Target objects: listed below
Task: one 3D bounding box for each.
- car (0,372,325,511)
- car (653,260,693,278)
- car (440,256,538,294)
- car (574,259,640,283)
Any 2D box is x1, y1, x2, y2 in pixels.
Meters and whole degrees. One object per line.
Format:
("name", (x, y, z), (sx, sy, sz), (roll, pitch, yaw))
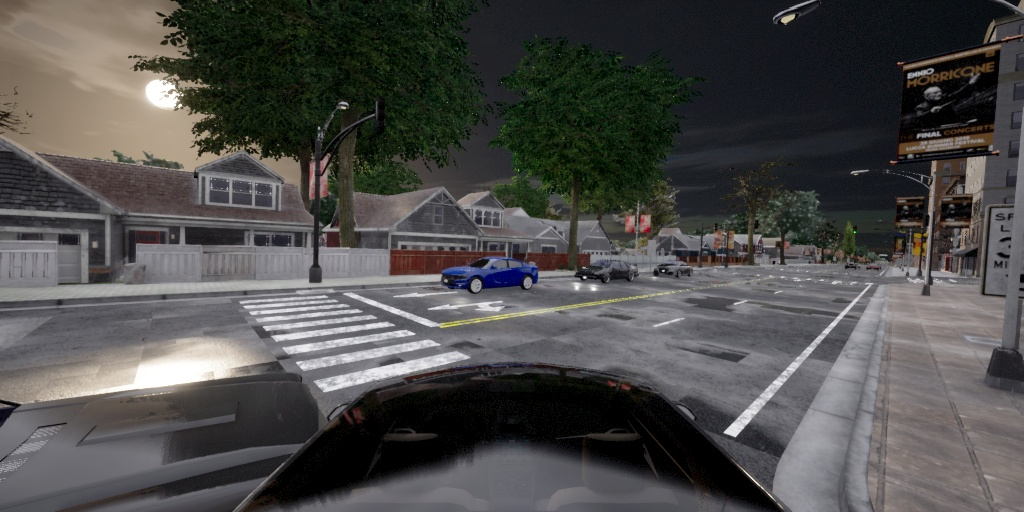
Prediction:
("car", (-3.317, 1.272, 1.448), (4.718, 1.301, 1.895), (1, 2, -33))
("car", (13.632, 1.033, 30.250), (4.181, 1.385, 1.994), (1, 2, -44))
("car", (-0.916, 0.780, 16.602), (5.008, 1.535, 1.882), (1, 2, -43))
("car", (6.342, 0.931, 23.425), (5.357, 1.411, 2.033), (1, 2, -43))
